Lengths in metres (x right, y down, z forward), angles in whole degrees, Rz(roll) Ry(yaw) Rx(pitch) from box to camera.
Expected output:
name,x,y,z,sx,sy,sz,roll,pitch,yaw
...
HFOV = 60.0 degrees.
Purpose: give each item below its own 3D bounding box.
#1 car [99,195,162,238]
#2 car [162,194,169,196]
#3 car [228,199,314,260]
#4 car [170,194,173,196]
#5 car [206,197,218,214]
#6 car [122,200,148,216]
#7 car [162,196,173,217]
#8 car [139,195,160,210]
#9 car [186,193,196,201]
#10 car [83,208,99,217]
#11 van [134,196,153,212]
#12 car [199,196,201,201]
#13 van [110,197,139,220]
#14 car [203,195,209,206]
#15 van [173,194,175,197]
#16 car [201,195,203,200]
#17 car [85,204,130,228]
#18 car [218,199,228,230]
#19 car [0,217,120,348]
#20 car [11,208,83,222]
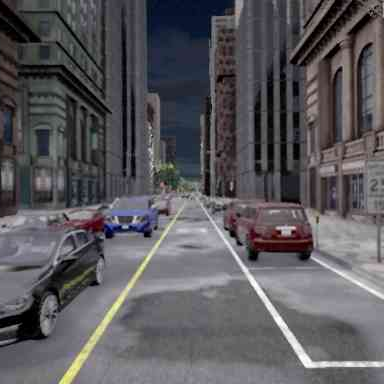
name,x,y,z,sx,sy,sz,roll,pitch,yaw
car,-3.069,1.229,17.939,2.150,2.045,5.566,0,0,0
car,-5.651,1.354,55.714,2.192,1.841,5.009,0,0,0
car,2.780,1.283,12.175,2.192,1.841,5.009,0,0,0
car,-5.616,1.647,72.036,1.802,1.307,4.206,0,0,0
car,2.828,1.522,33.938,2.008,1.369,4.403,0,0,0
car,-5.697,1.578,33.949,1.887,1.381,4.507,0,0,0
car,-3.018,1.491,31.889,1.882,1.535,5.008,0,0,1
car,-5.675,1.351,44.832,2.192,1.841,5.009,0,0,0
car,0.179,1.571,86.544,1.895,1.301,4.718,0,0,0
car,-5.732,1.574,17.625,1.887,1.381,4.507,0,0,0
van,-5.686,1.375,39.391,1.690,1.788,3.998,0,0,0
car,2.944,1.483,88.343,1.967,1.590,4.097,0,0,0
van,-5.710,1.372,28.508,1.690,1.788,3.998,0,0,0
car,2.851,1.415,44.819,1.967,1.590,4.097,0,0,0
van,-5.606,1.419,77.478,1.690,1.788,3.998,0,0,0
car,2.875,1.523,55.700,1.887,1.381,4.507,0,0,0
car,-5.720,1.596,23.066,1.947,1.339,4.313,0,0,0
car,2.792,1.283,17.616,2.192,1.841,5.009,0,0,0
car,-3.094,1.502,6.613,2.128,1.511,4.902,0,0,0
car,-5.744,1.469,12.184,1.967,1.590,4.097,0,0,0
